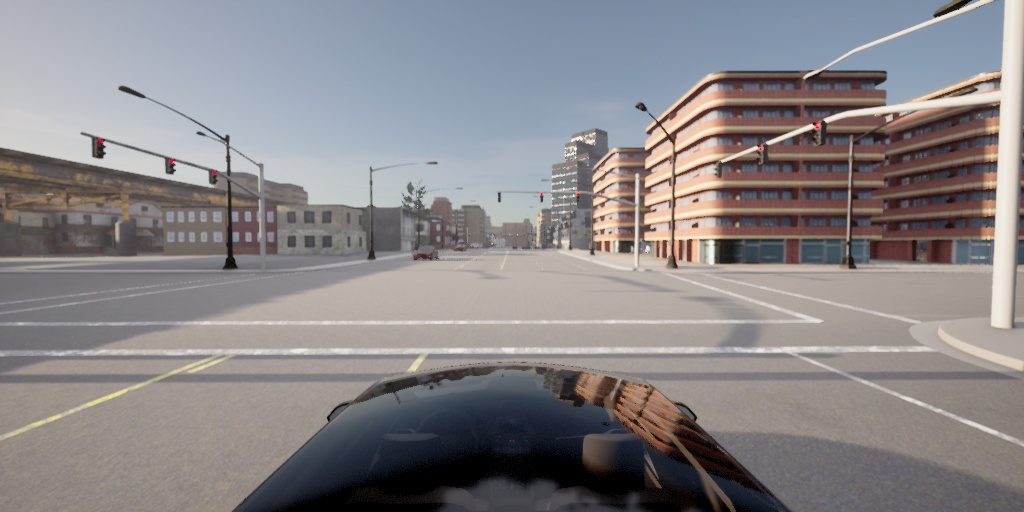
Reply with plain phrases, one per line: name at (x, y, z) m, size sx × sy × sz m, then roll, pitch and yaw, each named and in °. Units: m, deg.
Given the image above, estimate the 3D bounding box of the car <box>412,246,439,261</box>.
car at (-9.802, -0.398, 40.942) m, size 2.097 × 1.767 × 4.553 m, roll 0°, pitch 2°, yaw 1°
